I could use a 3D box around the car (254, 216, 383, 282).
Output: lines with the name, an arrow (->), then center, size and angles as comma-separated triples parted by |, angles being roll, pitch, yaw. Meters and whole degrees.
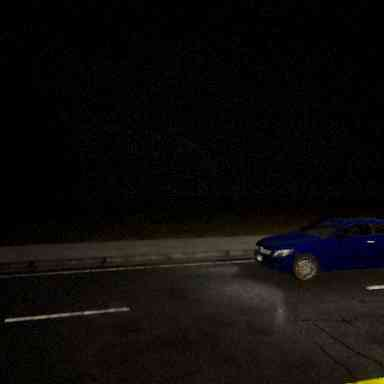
car -> 4.033, 1.406, 9.058 | 4.674, 1.442, 1.812 | -1, 0, -11
